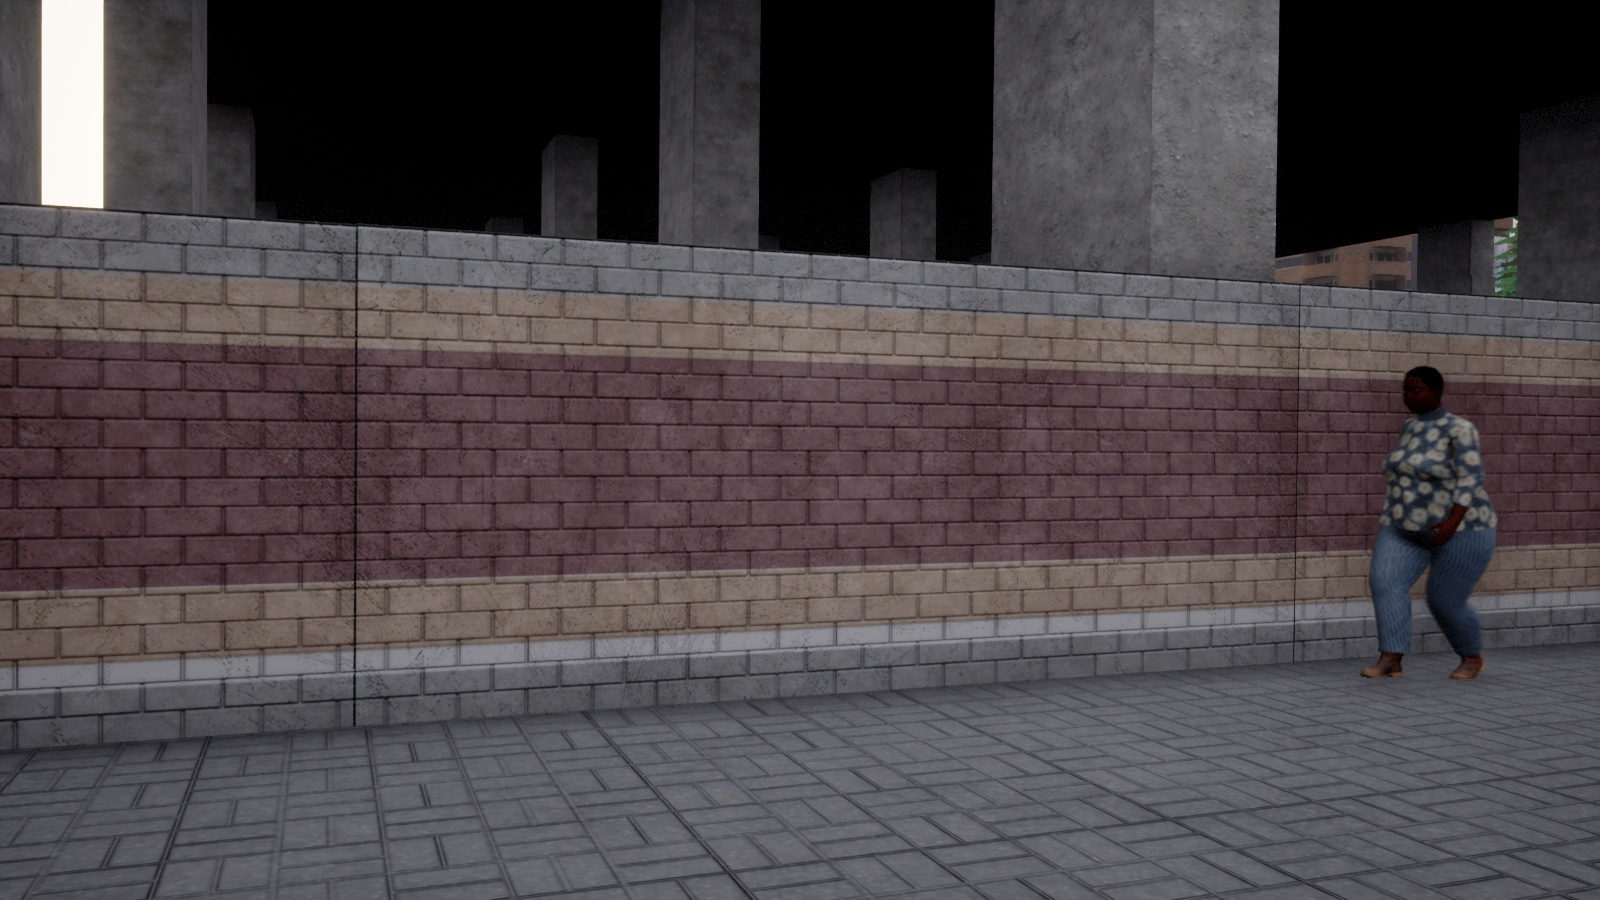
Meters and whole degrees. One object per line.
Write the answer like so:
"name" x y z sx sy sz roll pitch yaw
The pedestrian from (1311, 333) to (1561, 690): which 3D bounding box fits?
"pedestrian" 3.563 0.308 7.074 0.900 1.855 0.874 -1 1 -21
